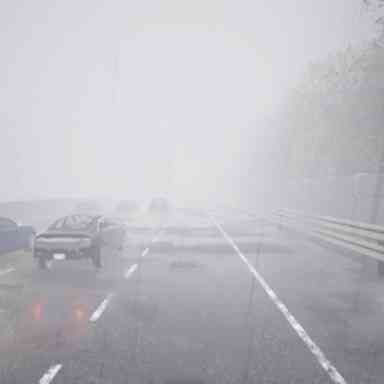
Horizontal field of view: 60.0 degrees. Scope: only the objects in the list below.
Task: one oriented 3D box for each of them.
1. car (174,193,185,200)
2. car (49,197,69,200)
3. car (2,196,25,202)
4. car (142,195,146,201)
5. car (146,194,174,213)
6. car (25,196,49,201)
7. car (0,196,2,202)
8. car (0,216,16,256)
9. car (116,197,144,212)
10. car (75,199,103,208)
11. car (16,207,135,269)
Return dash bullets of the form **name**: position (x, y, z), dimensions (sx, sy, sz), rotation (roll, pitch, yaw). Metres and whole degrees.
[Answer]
- **car**: position (-3.450, 1.530, 90.266), dimensions (1.812, 1.442, 4.674), rotation (0, 0, 0)
- **car**: position (-20.995, 1.560, 54.007), dimensions (1.994, 1.385, 4.181), rotation (0, 0, 1)
- **car**: position (-27.984, 1.509, 53.870), dimensions (1.837, 1.490, 4.892), rotation (0, 0, 0)
- **car**: position (-10.458, 1.480, 76.160), dimensions (1.882, 1.535, 5.008), rotation (0, 0, 0)
- **car**: position (-3.480, 1.352, 36.604), dimensions (2.097, 1.767, 4.553), rotation (0, 0, 0)
- **car**: position (-24.488, 1.504, 53.939), dimensions (1.837, 1.490, 4.892), rotation (0, 0, 0)
- **car**: position (-31.481, 1.479, 53.780), dimensions (1.882, 1.535, 5.008), rotation (0, 0, 0)
- **car**: position (-6.998, 1.477, 11.040), dimensions (1.882, 1.535, 5.008), rotation (0, 0, 0)
- **car**: position (-6.981, 1.547, 36.559), dimensions (2.033, 1.411, 5.357), rotation (0, 0, 0)
- **car**: position (-10.482, 1.506, 34.166), dimensions (1.837, 1.490, 4.892), rotation (0, 0, 0)
- **car**: position (-3.492, 1.491, 11.177), dimensions (2.128, 1.511, 4.902), rotation (0, 0, 0)
